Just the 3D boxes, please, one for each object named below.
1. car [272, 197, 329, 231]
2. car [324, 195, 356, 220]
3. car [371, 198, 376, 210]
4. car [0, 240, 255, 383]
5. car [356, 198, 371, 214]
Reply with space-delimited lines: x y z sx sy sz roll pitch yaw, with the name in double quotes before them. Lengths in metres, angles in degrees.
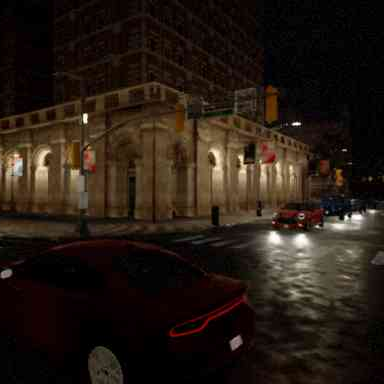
"car" 6.733 1.388 20.937 2.097 1.767 4.553 0 0 37
"car" 12.358 1.281 28.855 2.150 2.045 5.566 0 0 35
"car" 23.970 1.611 45.454 1.837 1.490 4.892 0 0 35
"car" -1.537 1.478 5.065 5.008 1.535 1.882 0 0 35
"car" 18.167 1.574 37.147 2.128 1.511 4.902 0 0 35
